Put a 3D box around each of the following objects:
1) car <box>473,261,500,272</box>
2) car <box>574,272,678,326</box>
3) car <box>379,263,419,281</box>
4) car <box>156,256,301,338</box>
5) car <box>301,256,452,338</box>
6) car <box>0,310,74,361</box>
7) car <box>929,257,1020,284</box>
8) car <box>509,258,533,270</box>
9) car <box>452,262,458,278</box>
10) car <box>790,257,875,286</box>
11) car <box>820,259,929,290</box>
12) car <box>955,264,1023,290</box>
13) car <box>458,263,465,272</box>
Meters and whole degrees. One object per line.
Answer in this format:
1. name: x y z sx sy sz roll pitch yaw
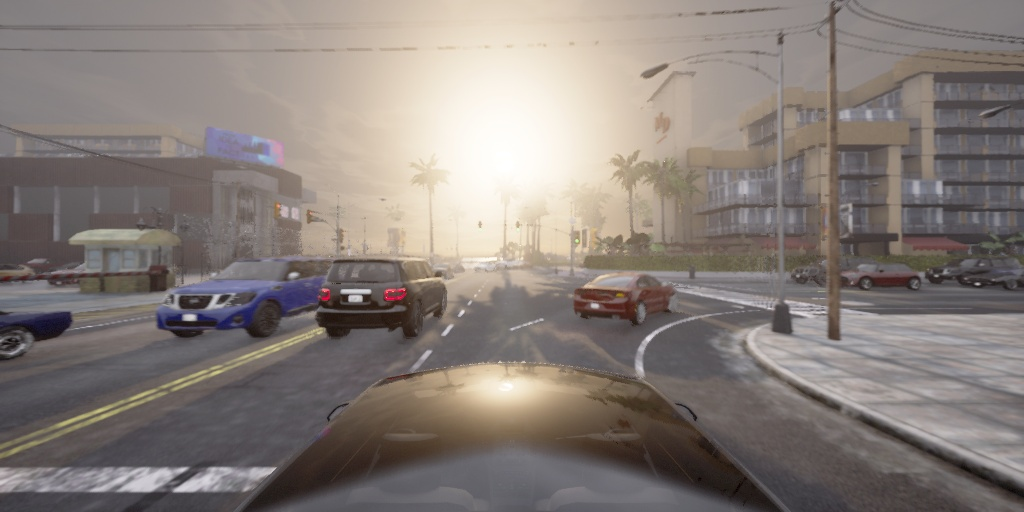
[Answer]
1. car: -3.928 1.570 52.488 1.812 1.442 4.674 0 0 22
2. car: 3.999 1.288 12.172 1.882 1.535 5.008 -2 -1 41
3. car: -10.439 1.426 33.511 2.128 1.511 4.902 0 0 2
4. car: -7.106 1.024 10.700 2.150 2.045 5.566 0 0 0
5. car: -3.398 1.024 10.480 2.150 2.045 5.566 0 0 0
6. car: -10.599 1.374 5.612 1.895 1.301 4.718 0 0 0
7. car: 34.277 1.114 26.638 5.566 2.045 2.150 0 0 0
8. car: 1.949 1.633 63.167 1.812 1.442 4.674 0 0 36
9. car: -6.901 1.449 35.168 1.837 1.490 4.892 0 0 2
10. car: 23.926 1.115 26.571 5.566 2.045 2.150 0 0 0
11. car: 23.176 1.225 23.056 4.553 1.767 2.097 0 0 0
12. car: 32.645 1.420 23.126 5.357 1.411 2.033 0 0 0
13. car: -8.267 1.596 50.453 1.994 1.385 4.181 0 0 17
